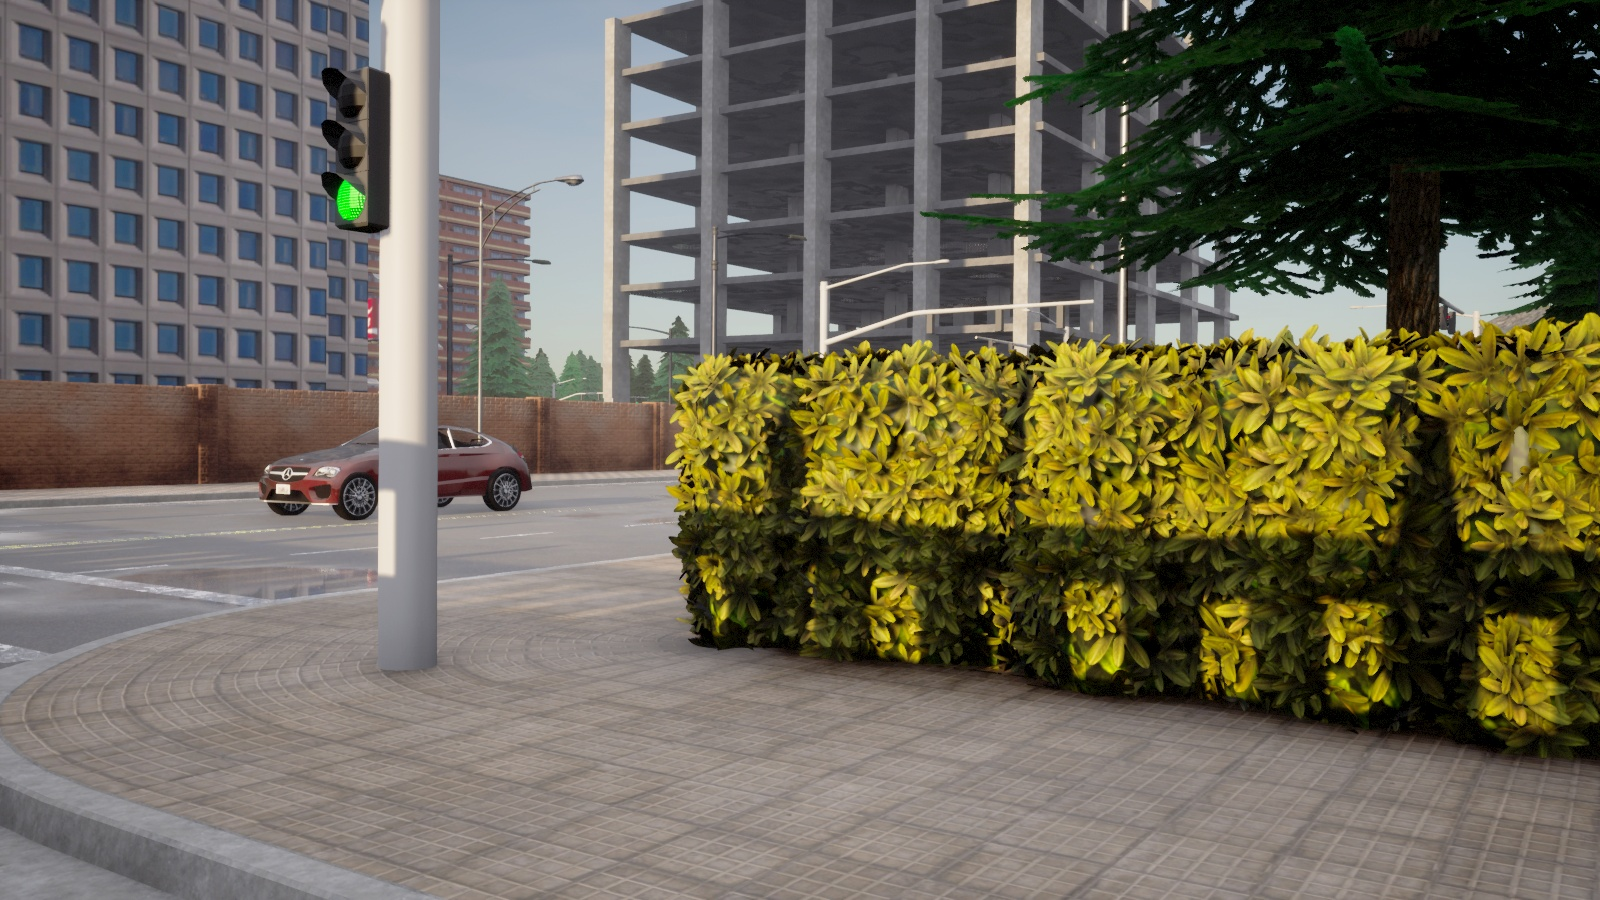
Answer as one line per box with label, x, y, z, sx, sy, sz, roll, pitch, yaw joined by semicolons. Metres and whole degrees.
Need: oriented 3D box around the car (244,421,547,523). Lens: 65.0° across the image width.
car;-7.250;0.316;23.069;2.152;1.651;5.027;0;1;33
